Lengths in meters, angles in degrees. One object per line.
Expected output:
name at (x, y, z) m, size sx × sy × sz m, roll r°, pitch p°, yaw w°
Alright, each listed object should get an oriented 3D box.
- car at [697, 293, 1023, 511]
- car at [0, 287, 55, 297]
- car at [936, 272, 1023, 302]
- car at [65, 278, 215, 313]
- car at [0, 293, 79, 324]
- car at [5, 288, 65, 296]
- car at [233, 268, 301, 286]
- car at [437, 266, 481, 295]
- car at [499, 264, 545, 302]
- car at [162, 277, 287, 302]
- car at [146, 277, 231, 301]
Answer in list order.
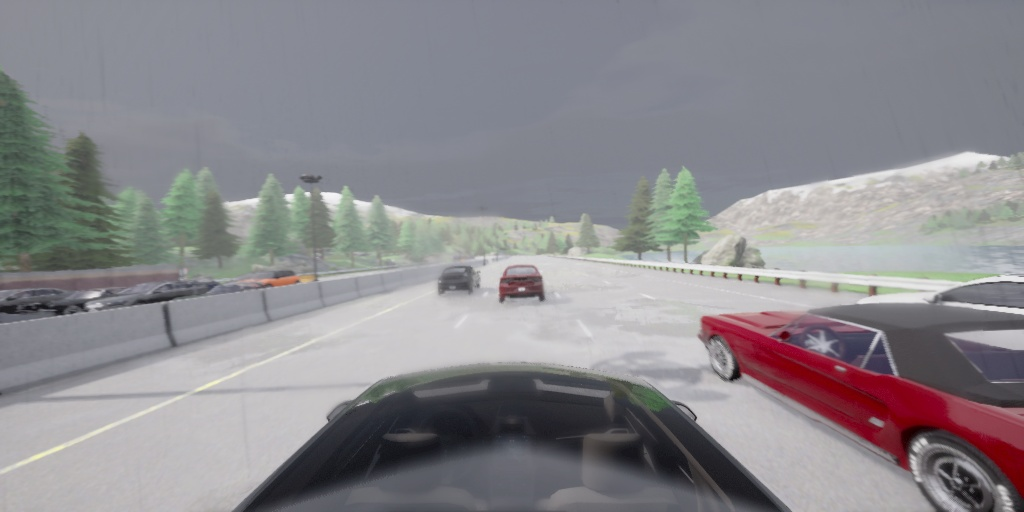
car at (3.888, 1.149, 3.716) m, size 1.895 × 1.301 × 4.718 m, roll -3°, pitch 0°, yaw 2°
car at (-24.130, 2.341, 17.435) m, size 2.128 × 1.511 × 4.902 m, roll -3°, pitch 0°, yaw 2°
car at (7.043, 0.914, 4.661) m, size 1.812 × 1.442 × 4.674 m, roll -3°, pitch 0°, yaw 2°
car at (-17.142, 2.000, 17.194) m, size 2.128 × 1.511 × 4.902 m, roll -3°, pitch 0°, yaw 2°
car at (-14.041, 1.951, 7.967) m, size 2.033 × 1.411 × 5.357 m, roll -3°, pitch 0°, yaw 2°
car at (-20.614, 2.274, 17.708) m, size 1.895 × 1.301 × 4.718 m, roll -3°, pitch 0°, yaw 2°
car at (-16.921, 1.807, 24.997) m, size 2.097 × 1.767 × 4.553 m, roll -3°, pitch 0°, yaw 2°
car at (-2.926, 1.299, 20.415) m, size 1.837 × 1.490 × 4.892 m, roll -3°, pitch 1°, yaw 2°
car at (0.453, 1.126, 16.457) m, size 1.882 × 1.535 × 5.008 m, roll -3°, pitch 0°, yaw 2°
car at (-13.623, 1.999, 17.476) m, size 1.895 × 1.301 × 4.718 m, roll -3°, pitch 0°, yaw 2°
car at (-23.830, 2.384, 26.734) m, size 1.895 × 1.301 × 4.718 m, roll -3°, pitch 0°, yaw 2°
